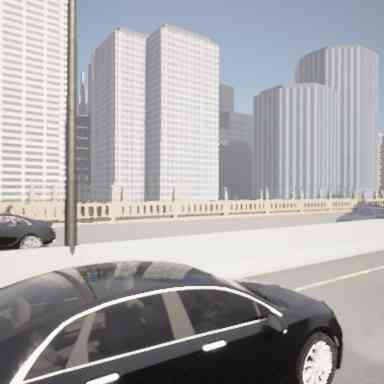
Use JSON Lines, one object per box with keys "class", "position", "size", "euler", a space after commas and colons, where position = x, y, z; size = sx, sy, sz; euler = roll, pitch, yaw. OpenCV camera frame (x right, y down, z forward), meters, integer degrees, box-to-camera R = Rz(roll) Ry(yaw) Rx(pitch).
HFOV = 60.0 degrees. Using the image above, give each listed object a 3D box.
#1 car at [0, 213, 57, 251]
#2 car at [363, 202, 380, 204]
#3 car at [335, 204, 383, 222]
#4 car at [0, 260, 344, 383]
{"class": "car", "position": [-7.353, 1.495, 11.646], "size": [4.902, 1.511, 2.128], "euler": [0, 0, -36]}
{"class": "car", "position": [18.461, 1.742, 34.346], "size": [4.181, 1.385, 1.994], "euler": [0, 0, -35]}
{"class": "car", "position": [10.961, 1.653, 20.410], "size": [5.357, 1.411, 2.033], "euler": [0, 0, -35]}
{"class": "car", "position": [-0.350, 1.513, 3.498], "size": [4.892, 1.490, 1.837], "euler": [0, 0, -35]}
